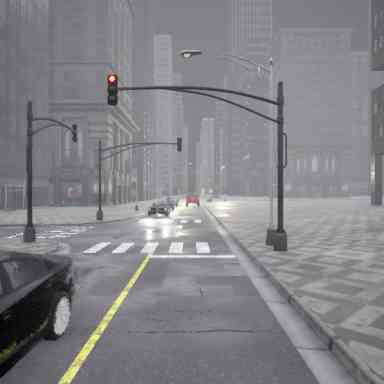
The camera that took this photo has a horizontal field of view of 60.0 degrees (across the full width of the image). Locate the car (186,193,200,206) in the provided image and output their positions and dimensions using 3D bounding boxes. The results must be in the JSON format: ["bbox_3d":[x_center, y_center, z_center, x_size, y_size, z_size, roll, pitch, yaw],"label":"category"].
[{"bbox_3d":[0.122,1.231,55.736,2.150,2.045,5.566,0,0,0],"label":"car"}]

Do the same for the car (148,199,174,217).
[{"bbox_3d":[-3.087,1.601,31.937,1.895,1.301,4.718,0,0,0],"label":"car"}]

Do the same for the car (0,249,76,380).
[{"bbox_3d":[-2.966,1.477,3.695,1.882,1.535,5.008,0,0,1],"label":"car"}]

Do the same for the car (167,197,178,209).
[{"bbox_3d":[-3.084,1.603,41.281,1.895,1.301,4.718,0,0,0],"label":"car"}]
